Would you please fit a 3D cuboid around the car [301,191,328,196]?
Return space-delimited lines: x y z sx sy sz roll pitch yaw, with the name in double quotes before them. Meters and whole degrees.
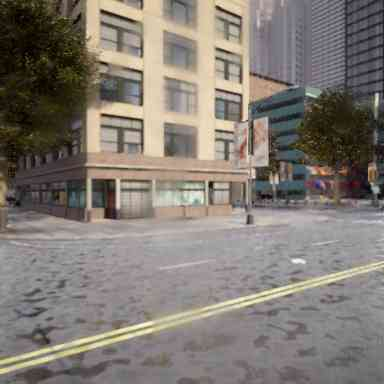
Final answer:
"car" 30.076 1.059 81.848 2.002 1.452 4.674 0 0 -36

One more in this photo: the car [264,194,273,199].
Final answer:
"car" 19.602 1.168 89.334 2.161 1.482 4.786 0 0 -36
